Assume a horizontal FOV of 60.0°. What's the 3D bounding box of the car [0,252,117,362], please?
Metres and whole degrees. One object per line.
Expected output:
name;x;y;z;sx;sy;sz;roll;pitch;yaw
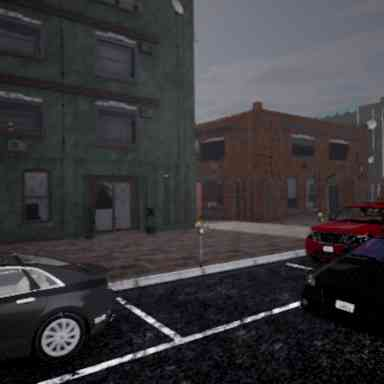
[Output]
car;-3.194;1.552;4.285;4.403;1.369;2.008;0;0;-35

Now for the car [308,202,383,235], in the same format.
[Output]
car;5.839;1.259;10.728;5.009;1.841;2.192;0;0;-35

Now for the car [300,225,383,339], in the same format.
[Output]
car;3.927;1.530;6.178;4.181;1.385;1.994;0;0;-35
